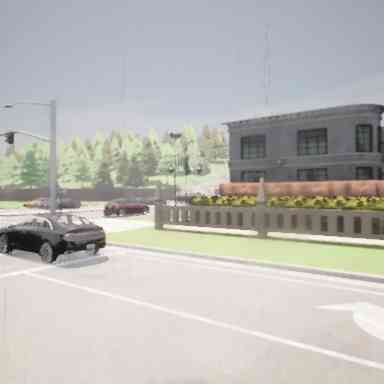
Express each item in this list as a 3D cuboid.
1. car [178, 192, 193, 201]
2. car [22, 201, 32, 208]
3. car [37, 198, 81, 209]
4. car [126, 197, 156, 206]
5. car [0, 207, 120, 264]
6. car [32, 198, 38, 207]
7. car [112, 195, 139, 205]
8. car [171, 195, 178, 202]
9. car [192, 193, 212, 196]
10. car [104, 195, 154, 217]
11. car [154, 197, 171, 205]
[{"bbox_3d":[0.066,1.056,72.288,2.150,2.045,5.566,0,0,36],"label":"car"},{"bbox_3d":[-21.918,1.597,48.206,1.882,1.535,5.008,0,0,36],"label":"car"},{"bbox_3d":[-16.857,1.589,43.281,2.128,1.511,4.902,0,0,36],"label":"car"},{"bbox_3d":[-9.137,1.657,59.748,2.033,1.411,5.357,0,0,37],"label":"car"},{"bbox_3d":[-5.165,1.521,12.028,4.902,1.511,2.128,0,0,37],"label":"car"},{"bbox_3d":[-18.989,1.599,46.288,2.128,1.511,4.902,0,0,36],"label":"car"},{"bbox_3d":[-12.226,1.471,61.444,2.097,1.767,4.553,0,0,37],"label":"car"},{"bbox_3d":[-2.951,1.354,74.090,1.882,1.535,5.008,0,0,36],"label":"car"},{"bbox_3d":[2.724,1.214,69.992,2.097,1.767,4.553,0,0,36],"label":"car"},{"bbox_3d":[-6.239,1.414,32.139,2.097,1.767,4.553,0,0,37],"label":"car"},{"bbox_3d":[-6.617,1.648,57.295,2.033,1.411,5.357,0,0,37],"label":"car"}]
